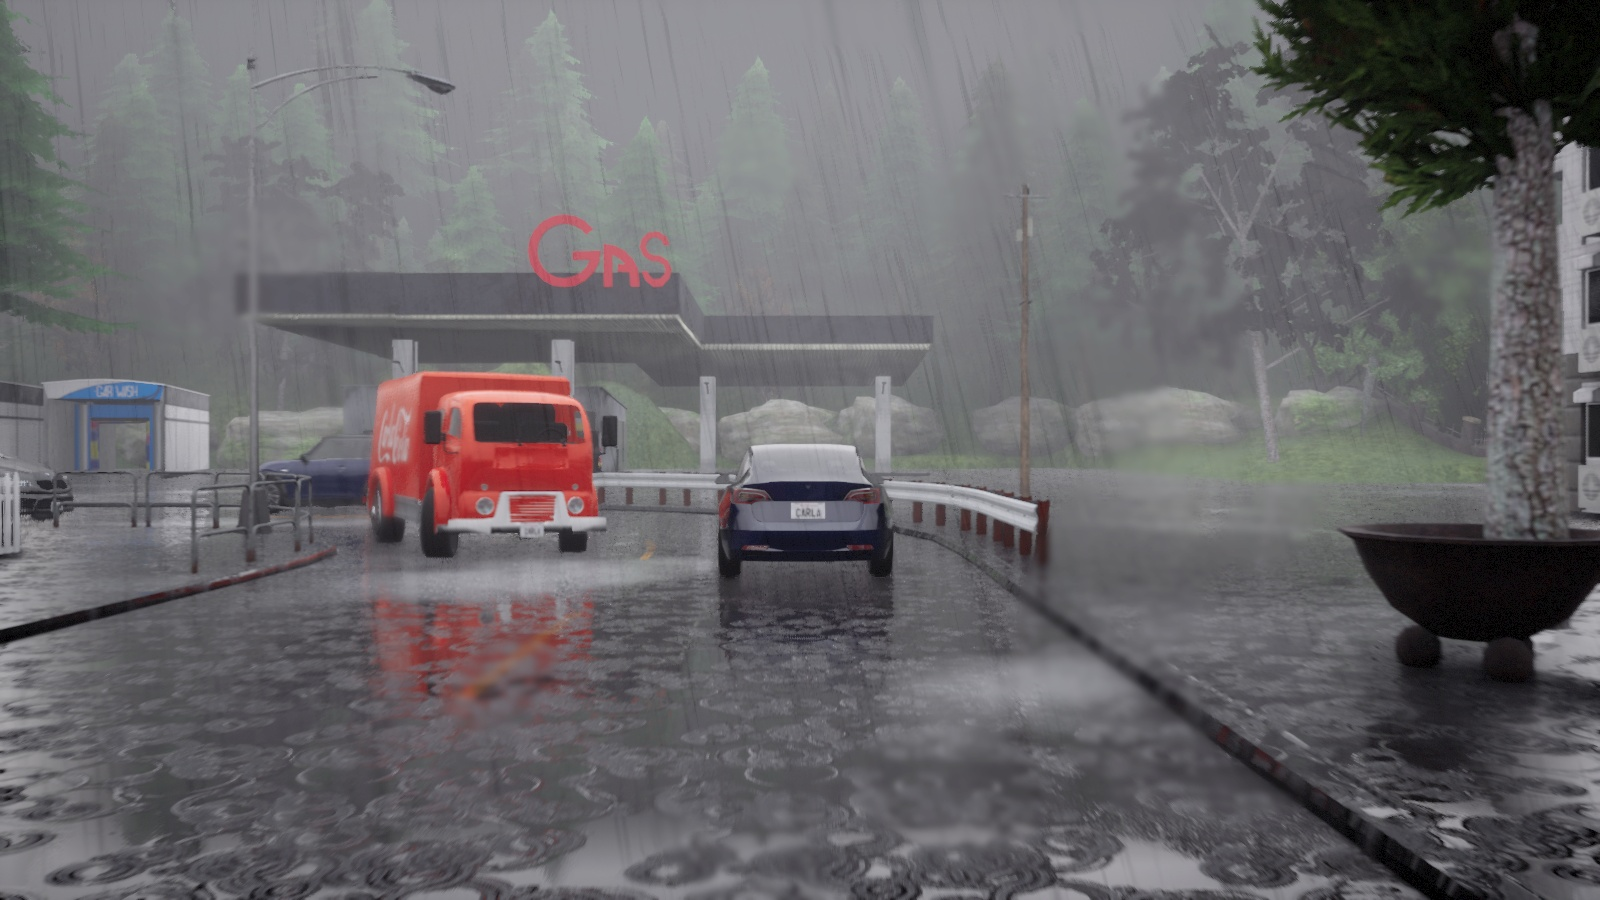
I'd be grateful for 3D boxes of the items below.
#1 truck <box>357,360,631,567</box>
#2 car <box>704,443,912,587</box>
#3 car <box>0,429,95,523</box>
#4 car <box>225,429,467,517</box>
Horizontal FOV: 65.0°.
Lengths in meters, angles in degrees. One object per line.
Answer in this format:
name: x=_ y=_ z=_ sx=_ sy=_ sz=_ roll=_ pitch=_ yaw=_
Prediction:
truck: x=-4.541 y=0.155 z=17.858 sx=2.627 sy=2.467 sz=5.204 roll=1 pitch=0 yaw=-27
car: x=0.003 y=0.660 z=15.422 sx=2.163 sy=1.488 sz=4.792 roll=0 pitch=0 yaw=-2
car: x=-16.048 y=0.446 z=23.354 sx=4.611 sy=1.667 sz=2.242 roll=0 pitch=0 yaw=0
car: x=-9.701 y=0.447 z=26.898 sx=4.553 sy=1.767 sz=2.097 roll=0 pitch=0 yaw=19
